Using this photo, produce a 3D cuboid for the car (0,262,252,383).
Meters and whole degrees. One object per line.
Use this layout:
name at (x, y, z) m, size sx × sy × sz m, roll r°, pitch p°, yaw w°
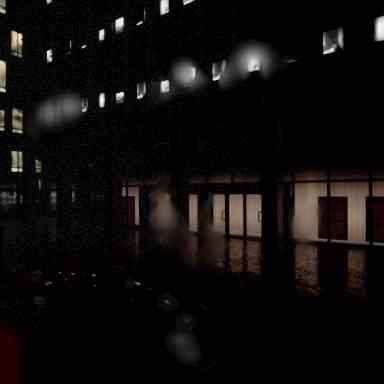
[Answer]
car at (-1.523, 1.545, 3.985) m, size 4.507 × 1.381 × 1.887 m, roll 0°, pitch 0°, yaw 36°
